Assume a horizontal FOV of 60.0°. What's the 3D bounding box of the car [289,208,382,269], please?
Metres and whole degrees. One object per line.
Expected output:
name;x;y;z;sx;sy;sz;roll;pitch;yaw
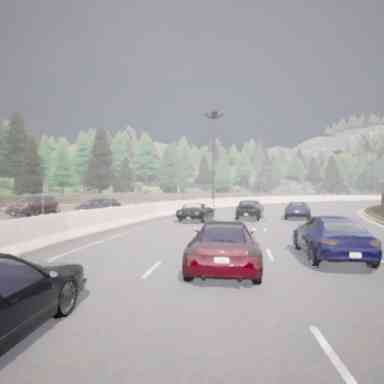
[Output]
car;4.615;1.491;11.052;1.812;1.442;4.674;0;0;8

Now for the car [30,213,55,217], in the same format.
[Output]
car;-13.301;1.073;28.014;2.097;1.767;4.553;1;1;16

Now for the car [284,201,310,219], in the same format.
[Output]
car;8.692;1.458;27.365;1.994;1.385;4.181;1;0;19

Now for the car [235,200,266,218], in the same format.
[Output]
car;4.627;1.375;26.296;1.837;1.490;4.892;0;0;17

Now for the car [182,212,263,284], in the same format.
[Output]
car;0.920;1.511;9.564;1.994;1.385;4.181;0;0;7

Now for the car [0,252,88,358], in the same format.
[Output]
car;-3.171;1.496;4.256;2.033;1.411;5.357;0;0;4

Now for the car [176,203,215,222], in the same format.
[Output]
car;0.388;1.450;24.480;1.895;1.301;4.718;1;0;16

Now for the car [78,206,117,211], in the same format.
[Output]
car;-6.944;1.284;24.771;2.128;1.511;4.902;0;0;15
